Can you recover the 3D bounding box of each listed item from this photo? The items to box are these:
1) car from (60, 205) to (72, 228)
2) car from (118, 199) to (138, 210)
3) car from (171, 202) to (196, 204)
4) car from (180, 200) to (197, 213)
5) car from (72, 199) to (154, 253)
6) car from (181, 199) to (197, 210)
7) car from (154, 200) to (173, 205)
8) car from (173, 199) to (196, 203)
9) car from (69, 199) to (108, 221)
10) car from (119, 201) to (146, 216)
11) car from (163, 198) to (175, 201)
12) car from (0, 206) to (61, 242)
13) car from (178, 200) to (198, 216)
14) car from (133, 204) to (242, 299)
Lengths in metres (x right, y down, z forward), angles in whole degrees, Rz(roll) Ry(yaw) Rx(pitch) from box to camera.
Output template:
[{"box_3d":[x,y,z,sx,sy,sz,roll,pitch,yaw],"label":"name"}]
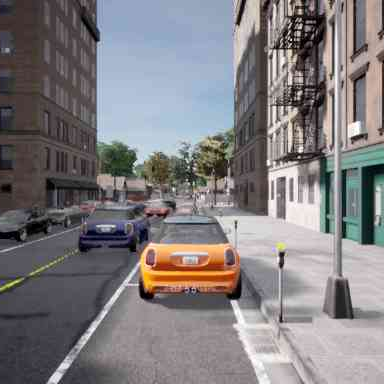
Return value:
[{"box_3d":[-8.408,1.553,21.869,2.008,1.369,4.403,0,0,0],"label":"car"},{"box_3d":[-8.408,1.600,43.945,1.802,1.307,4.206,0,0,0],"label":"car"},{"box_3d":[-0.383,1.584,21.873,1.802,1.307,4.206,0,0,0],"label":"car"},{"box_3d":[-0.383,1.596,38.428,1.802,1.307,4.206,0,0,0],"label":"car"},{"box_3d":[-3.020,1.352,13.792,2.097,1.767,4.553,0,0,0],"label":"car"},{"box_3d":[-0.383,1.584,43.946,1.947,1.339,4.313,0,0,0],"label":"car"},{"box_3d":[-2.929,1.607,28.816,1.895,1.301,4.718,0,0,0],"label":"car"},{"box_3d":[-0.383,1.531,27.562,1.752,1.417,4.829,0,0,0],"label":"car"},{"box_3d":[-8.408,1.446,27.388,1.967,1.590,4.097,0,0,0],"label":"car"},{"box_3d":[-5.864,1.610,33.232,1.895,1.301,4.718,0,0,0],"label":"car"},{"box_3d":[-2.935,1.522,42.982,1.837,1.490,4.892,0,0,0],"label":"car"},{"box_3d":[-8.408,1.567,16.351,1.947,1.339,4.313,0,0,0],"label":"car"},{"box_3d":[-0.383,1.554,32.910,1.887,1.381,4.507,0,0,0],"label":"car"},{"box_3d":[-0.032,1.353,8.620,2.097,1.767,4.553,0,0,0],"label":"car"}]
